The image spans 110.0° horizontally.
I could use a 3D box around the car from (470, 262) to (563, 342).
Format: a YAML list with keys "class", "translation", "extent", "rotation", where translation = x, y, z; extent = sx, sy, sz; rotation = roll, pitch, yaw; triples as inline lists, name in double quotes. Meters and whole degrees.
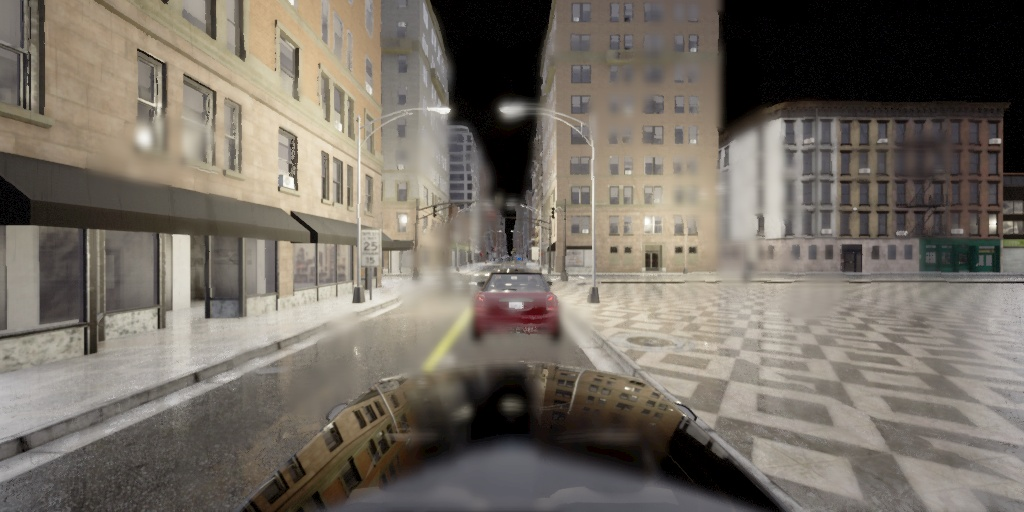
- class: "car"
  translation: [0.104, 1.100, 9.956]
  extent: [2.097, 1.767, 4.553]
  rotation: [0, 0, 0]

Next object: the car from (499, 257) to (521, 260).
- class: "car"
  translation: [0.054, 1.098, 19.772]
  extent: [2.097, 1.767, 4.553]
  rotation: [0, 0, -1]
